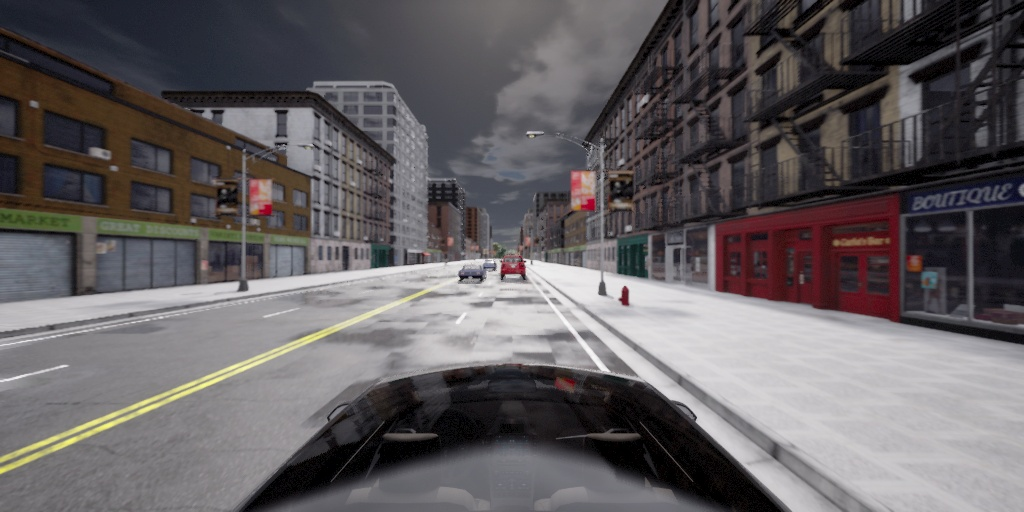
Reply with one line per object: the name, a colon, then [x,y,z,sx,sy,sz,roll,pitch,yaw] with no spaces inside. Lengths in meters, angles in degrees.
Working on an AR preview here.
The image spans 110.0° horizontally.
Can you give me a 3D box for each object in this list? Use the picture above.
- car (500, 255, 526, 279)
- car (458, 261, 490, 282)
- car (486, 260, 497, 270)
car: [0.099,0.972,32.251,2.150,2.045,5.566,0,0,0]
car: [-3.150,1.352,29.497,1.895,1.301,4.718,0,0,0]
car: [-3.153,1.301,51.233,2.033,1.411,5.357,0,0,0]
